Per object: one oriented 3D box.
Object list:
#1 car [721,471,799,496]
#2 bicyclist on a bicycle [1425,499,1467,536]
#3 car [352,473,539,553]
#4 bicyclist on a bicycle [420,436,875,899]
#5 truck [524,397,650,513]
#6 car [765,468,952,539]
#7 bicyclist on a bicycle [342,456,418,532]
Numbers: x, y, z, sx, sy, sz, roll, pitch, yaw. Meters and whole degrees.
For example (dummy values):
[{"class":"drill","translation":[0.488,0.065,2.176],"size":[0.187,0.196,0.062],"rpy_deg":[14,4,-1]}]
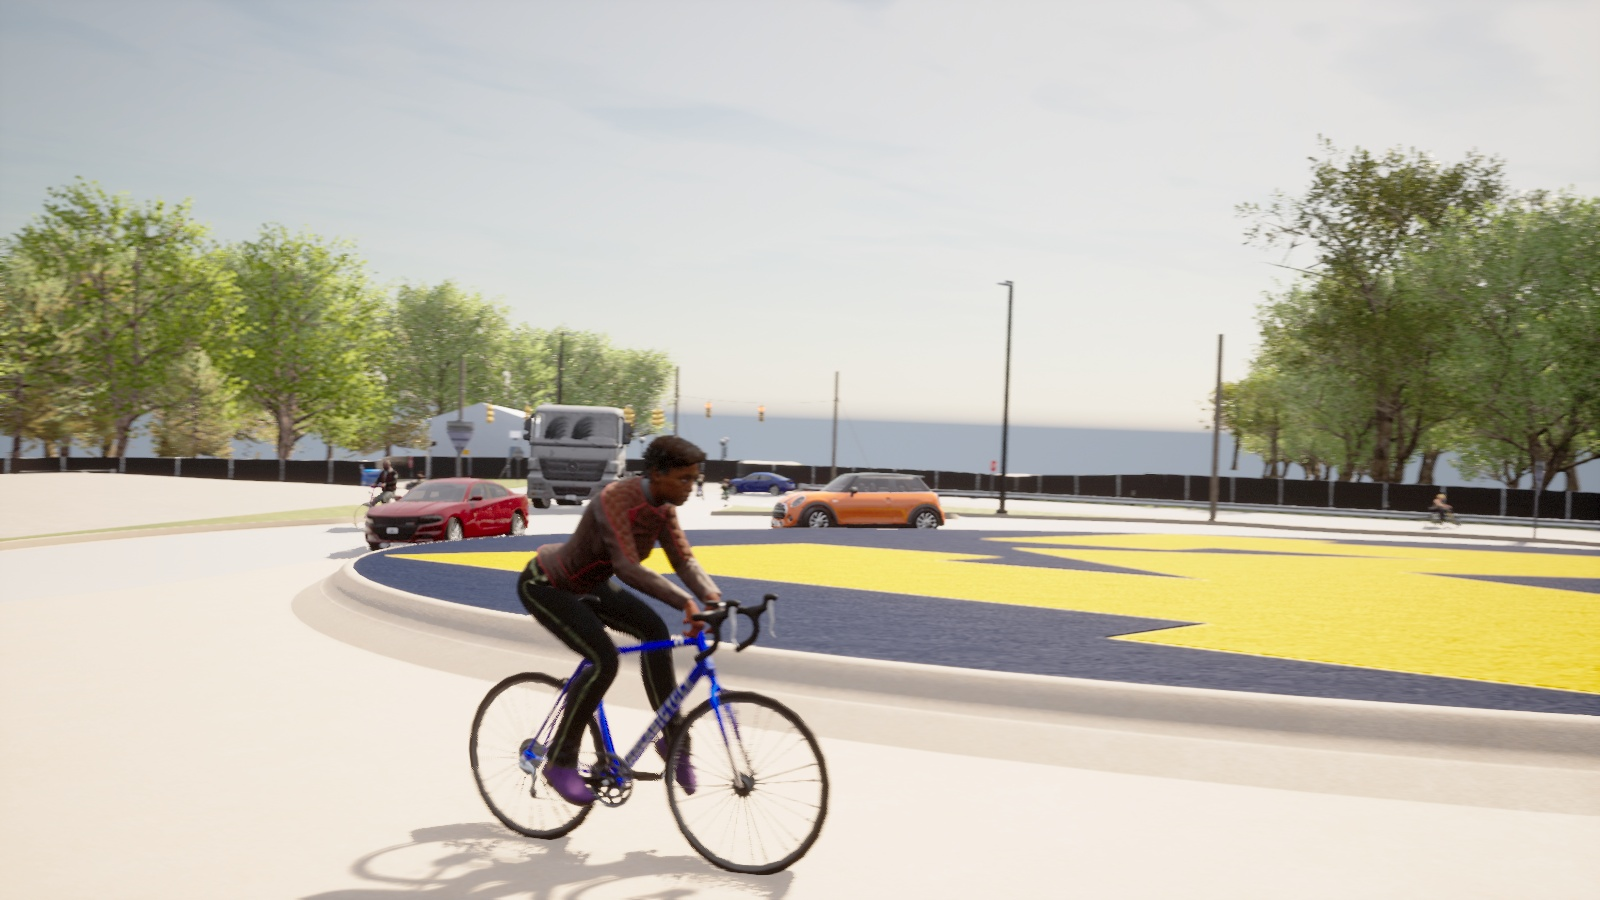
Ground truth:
[{"class":"car","translation":[-2.722,2.309,86.283],"size":[5.008,1.535,1.882],"rpy_deg":[1,1,16]},{"class":"bicyclist on a bicycle","translation":[29.917,3.102,58.139],"size":[1.509,1.612,0.866],"rpy_deg":[2,1,44]},{"class":"car","translation":[-7.708,1.325,27.897],"size":[1.882,1.535,5.008],"rpy_deg":[0,0,12]},{"class":"bicyclist on a bicycle","translation":[-0.601,0.765,4.814],"size":[1.656,1.620,0.582],"rpy_deg":[0,-1,26]},{"class":"truck","translation":[-7.059,0.224,42.752],"size":[2.891,3.462,7.936],"rpy_deg":[3,-1,-1]},{"class":"car","translation":[1.550,1.429,33.775],"size":[4.553,1.767,2.097],"rpy_deg":[2,-2,-16]},{"class":"bicyclist on a bicycle","translation":[-10.375,1.056,31.086],"size":[0.659,1.776,1.843],"rpy_deg":[3,1,23]}]
